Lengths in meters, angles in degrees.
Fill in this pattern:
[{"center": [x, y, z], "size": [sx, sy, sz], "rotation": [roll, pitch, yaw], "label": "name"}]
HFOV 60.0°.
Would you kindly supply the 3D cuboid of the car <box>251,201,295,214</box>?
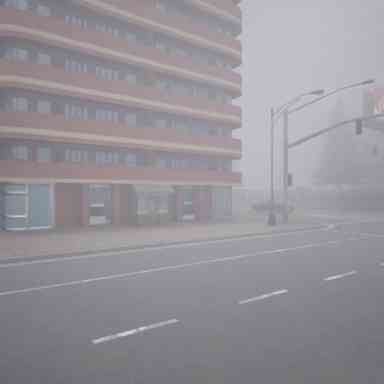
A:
[{"center": [8.782, 1.601, 36.221], "size": [1.895, 1.301, 4.718], "rotation": [0, 0, -36], "label": "car"}]
